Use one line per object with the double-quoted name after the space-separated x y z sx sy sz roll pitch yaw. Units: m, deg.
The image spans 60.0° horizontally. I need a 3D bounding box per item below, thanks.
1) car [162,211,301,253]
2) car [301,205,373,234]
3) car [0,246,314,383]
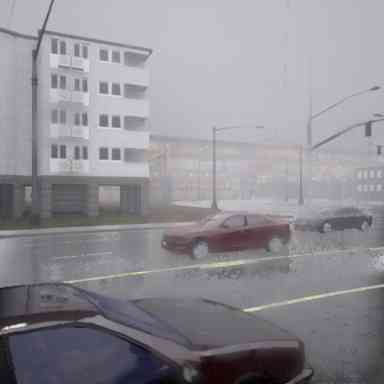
1.341 1.477 12.348 5.008 1.535 1.882 0 0 -25 "car"
8.223 1.558 19.240 4.892 1.490 1.837 0 0 -24 "car"
-1.381 1.547 2.638 5.357 1.411 2.033 0 0 -35 "car"
